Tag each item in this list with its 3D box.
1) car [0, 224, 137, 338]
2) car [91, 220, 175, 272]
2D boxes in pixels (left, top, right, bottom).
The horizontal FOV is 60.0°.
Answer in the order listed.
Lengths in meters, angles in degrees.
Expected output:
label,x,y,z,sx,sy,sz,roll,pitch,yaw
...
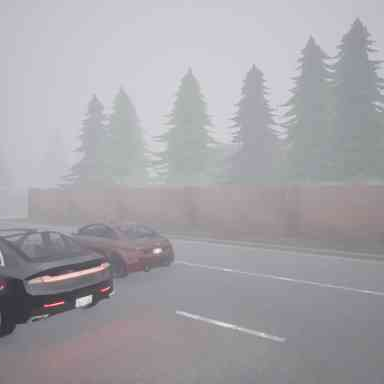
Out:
label,x,y,z,sx,sy,sz,roll,pitch,yaw
car,-3.656,1.492,6.617,4.902,1.511,2.128,0,0,36
car,-2.556,1.563,10.139,4.181,1.385,1.994,0,0,36
